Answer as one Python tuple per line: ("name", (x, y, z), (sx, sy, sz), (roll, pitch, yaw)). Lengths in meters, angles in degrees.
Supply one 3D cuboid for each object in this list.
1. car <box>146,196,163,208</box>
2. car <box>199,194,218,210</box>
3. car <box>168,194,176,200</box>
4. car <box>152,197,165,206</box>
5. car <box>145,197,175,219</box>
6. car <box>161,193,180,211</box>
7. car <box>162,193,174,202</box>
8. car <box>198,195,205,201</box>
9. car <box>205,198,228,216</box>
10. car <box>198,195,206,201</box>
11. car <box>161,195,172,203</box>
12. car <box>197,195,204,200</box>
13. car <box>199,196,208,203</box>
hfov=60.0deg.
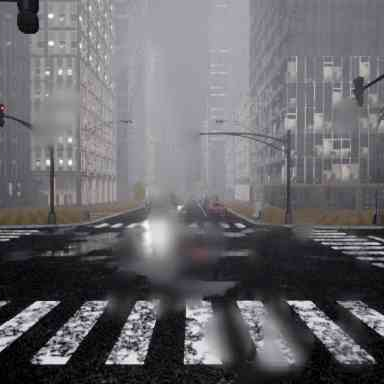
("car", (-5.419, 1.419, 48.697), (1.967, 1.590, 4.097), (-1, 0, 0))
("car", (2.458, 1.297, 43.212), (2.192, 1.841, 5.009), (-1, 0, 0))
("car", (-5.501, 1.384, 92.893), (1.967, 1.590, 4.097), (-1, 0, 0))
("car", (-5.427, 1.557, 54.221), (1.802, 1.307, 4.206), (-1, 0, 0))
("car", (-2.909, 1.480, 28.827), (2.128, 1.511, 4.902), (0, 0, 0))
("car", (-2.929, 1.203, 41.349), (2.150, 2.045, 5.566), (0, 0, 0))
("car", (-5.472, 1.274, 76.319), (2.192, 1.841, 5.009), (-1, 0, 0))
("car", (2.390, 1.474, 87.578), (1.752, 1.417, 4.829), (-1, 0, 0))
("car", (2.462, 1.569, 32.163), (1.802, 1.307, 4.206), (-1, 0, 0))
("car", (2.401, 1.536, 81.884), (1.802, 1.307, 4.206), (-1, 0, 0))
("car", (-5.460, 1.403, 70.795), (1.967, 1.590, 4.097), (-1, 0, 0))
("car", (2.380, 1.489, 92.933), (1.887, 1.381, 4.507), (-1, 0, 0))
("car", (2.422, 1.508, 70.834), (1.887, 1.381, 4.507), (-1, 0, 0))
